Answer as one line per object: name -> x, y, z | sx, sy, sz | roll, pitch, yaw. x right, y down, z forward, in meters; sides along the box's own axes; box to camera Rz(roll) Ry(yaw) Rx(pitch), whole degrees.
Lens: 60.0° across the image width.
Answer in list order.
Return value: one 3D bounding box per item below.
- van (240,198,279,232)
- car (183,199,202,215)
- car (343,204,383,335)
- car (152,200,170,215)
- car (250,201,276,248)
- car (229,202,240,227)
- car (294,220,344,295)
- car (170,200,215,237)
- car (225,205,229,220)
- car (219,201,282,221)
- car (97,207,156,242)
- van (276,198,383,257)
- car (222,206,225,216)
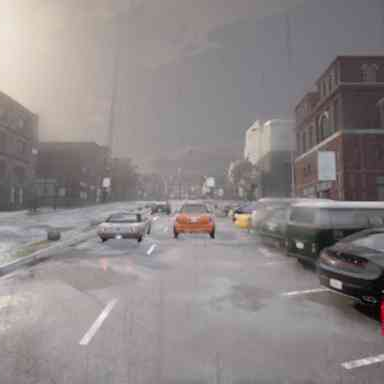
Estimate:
van -> 4.904, 1.303, 16.235 | 4.442, 1.987, 1.878 | 1, 0, -20
car -> 0.037, 1.578, 36.272 | 1.882, 1.535, 5.008 | 0, 0, 0
car -> 5.035, 1.246, 4.110 | 5.566, 2.045, 2.435 | 1, 0, -20
car -> -3.209, 1.622, 35.507 | 1.812, 1.442, 4.674 | 0, 0, 0
car -> 4.980, 1.396, 13.226 | 4.553, 1.767, 2.185 | 1, 0, -20
car -> 5.185, 1.538, 19.394 | 5.366, 1.575, 1.946 | 1, 0, -20
car -> 5.003, 1.506, 7.140 | 4.892, 1.521, 2.231 | 1, 0, -20
car -> 0.103, 1.402, 18.420 | 2.097, 1.767, 4.553 | 0, 0, 0
car -> 5.038, 1.577, 22.389 | 4.792, 1.488, 2.163 | 1, 0, -20
car -> 4.984, 1.568, 28.475 | 4.892, 1.521, 2.231 | 1, 0, -20
car -> -3.146, 1.647, 16.519 | 1.895, 1.301, 4.718 | 0, 0, 0
van -> 5.119, 1.289, 10.232 | 4.442, 1.987, 1.878 | 1, 0, -20
car -> 5.037, 1.432, 25.432 | 4.553, 1.767, 2.185 | 1, 0, -20
